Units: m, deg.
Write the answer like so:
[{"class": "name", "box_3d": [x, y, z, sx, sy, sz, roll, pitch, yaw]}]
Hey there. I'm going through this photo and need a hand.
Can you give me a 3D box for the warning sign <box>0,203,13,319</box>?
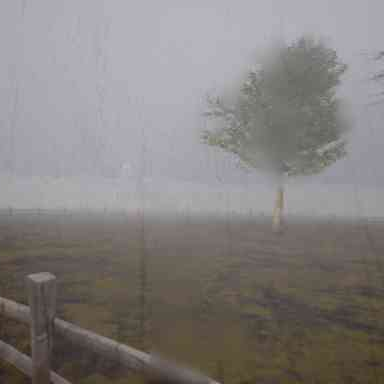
[{"class": "warning sign", "box_3d": [-3.803, 1.109, 5.305, 1.060, 1.860, 1.300, 1, 0, 35]}]
